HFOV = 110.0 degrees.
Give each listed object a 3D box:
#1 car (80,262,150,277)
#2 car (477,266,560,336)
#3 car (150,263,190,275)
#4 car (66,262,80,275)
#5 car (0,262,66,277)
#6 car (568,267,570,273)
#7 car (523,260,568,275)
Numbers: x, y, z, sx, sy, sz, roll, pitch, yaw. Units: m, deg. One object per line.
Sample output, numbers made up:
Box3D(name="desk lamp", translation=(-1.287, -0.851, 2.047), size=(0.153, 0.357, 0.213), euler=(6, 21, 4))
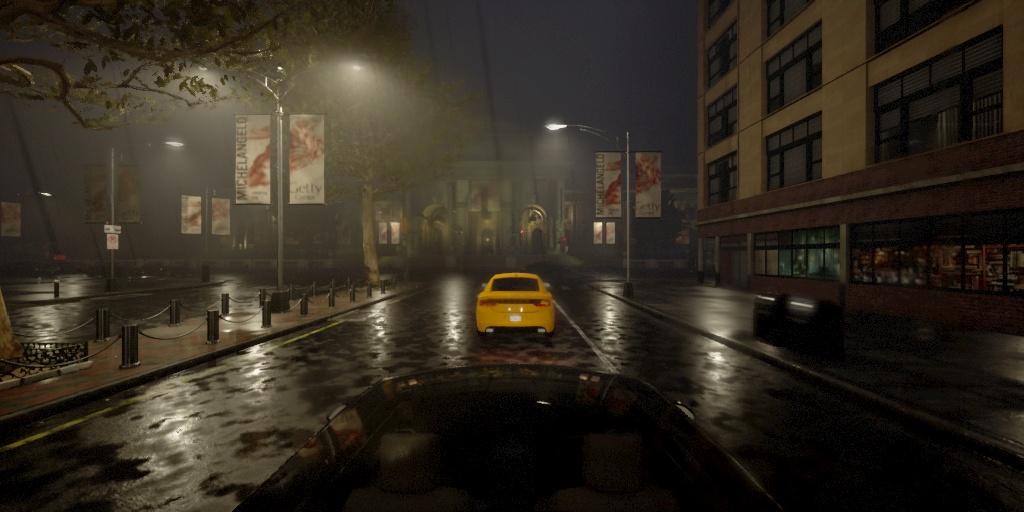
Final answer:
Box3D(name="car", translation=(-38.507, 1.314, 34.841), size=(4.181, 1.385, 1.994), euler=(0, 0, 0))
Box3D(name="car", translation=(0.120, 1.228, 10.391), size=(1.882, 1.535, 5.008), euler=(0, 0, 1))
Box3D(name="car", translation=(-37.398, 1.351, 38.338), size=(4.718, 1.301, 1.895), euler=(0, 0, 1))
Box3D(name="car", translation=(-47.384, 1.297, 38.394), size=(5.357, 1.411, 2.033), euler=(0, 0, 0))
Box3D(name="car", translation=(-47.074, 1.276, 34.880), size=(4.674, 1.442, 1.812), euler=(0, 0, 0))
Box3D(name="car", translation=(3.614, 1.227, 37.859), size=(5.008, 1.535, 1.882), euler=(0, 0, 1))
Box3D(name="car", translation=(2.917, 1.314, 34.369), size=(4.181, 1.385, 1.994), euler=(0, 0, 1))
